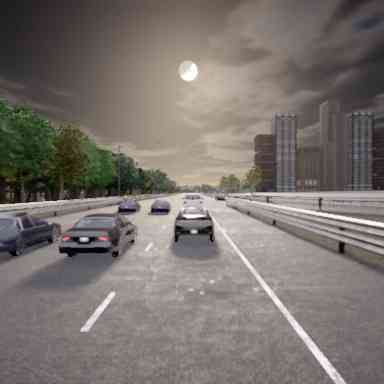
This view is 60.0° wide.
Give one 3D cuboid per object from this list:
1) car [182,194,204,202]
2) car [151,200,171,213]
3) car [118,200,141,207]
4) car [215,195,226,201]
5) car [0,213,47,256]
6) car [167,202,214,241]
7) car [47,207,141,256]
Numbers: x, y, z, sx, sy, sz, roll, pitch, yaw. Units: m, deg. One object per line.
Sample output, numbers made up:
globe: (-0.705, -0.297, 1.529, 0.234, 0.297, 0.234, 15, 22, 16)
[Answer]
car: (0.087, 1.184, 35.586, 2.150, 2.045, 5.566, 0, 0, 0)
car: (-3.413, 1.523, 36.960, 1.994, 1.385, 4.181, 0, 0, 0)
car: (-6.914, 1.523, 37.054, 1.994, 1.385, 4.181, 0, 0, 0)
car: (6.623, 1.354, 77.065, 2.163, 1.488, 4.792, 0, 0, -9)
car: (-6.905, 1.545, 12.967, 2.033, 1.411, 5.357, 0, 0, 0)
car: (0.092, 1.486, 16.749, 2.128, 1.511, 4.902, 0, 0, 0)
car: (-3.406, 1.545, 13.005, 2.033, 1.411, 5.357, 0, 0, 0)
